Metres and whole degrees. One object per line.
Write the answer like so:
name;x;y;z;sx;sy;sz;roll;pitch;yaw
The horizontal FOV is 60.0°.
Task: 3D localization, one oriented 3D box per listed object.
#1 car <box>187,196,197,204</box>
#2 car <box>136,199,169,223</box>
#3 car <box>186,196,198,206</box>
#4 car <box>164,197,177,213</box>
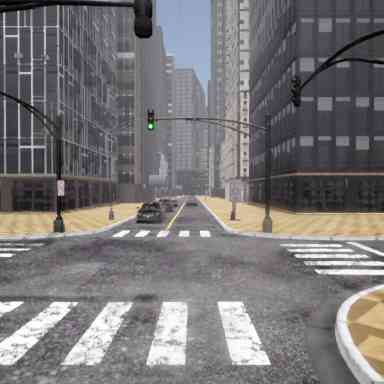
car;0.002;1.570;65.857;1.812;1.442;4.674;0;0;0
car;-3.093;1.509;25.835;1.837;1.490;4.892;0;0;0
car;0.001;1.578;55.439;2.033;1.411;5.357;0;0;0
car;-3.093;1.519;37.759;1.837;1.490;4.892;0;0;0
